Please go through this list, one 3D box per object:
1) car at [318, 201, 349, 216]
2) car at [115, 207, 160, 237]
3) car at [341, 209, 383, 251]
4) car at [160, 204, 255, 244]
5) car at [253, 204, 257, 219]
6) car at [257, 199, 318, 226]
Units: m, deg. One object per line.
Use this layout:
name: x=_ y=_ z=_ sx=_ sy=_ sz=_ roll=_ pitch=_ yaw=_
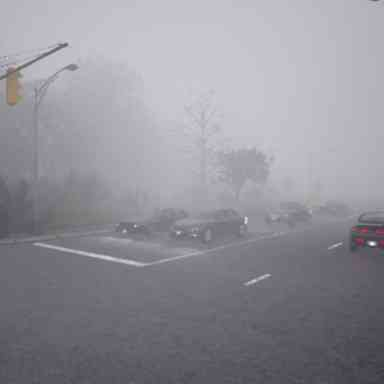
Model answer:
car: x=13.318 y=1.536 z=31.612 sx=1.895 sy=1.301 sz=4.718 roll=0 pitch=1 yaw=39
car: x=-1.677 y=1.557 z=18.518 sx=2.033 sy=1.411 sz=5.357 roll=0 pitch=0 yaw=39
car: x=7.689 y=1.506 z=13.226 sx=1.837 sy=1.490 sz=4.892 roll=0 pitch=0 yaw=40
car: x=0.926 y=1.512 z=16.168 sx=1.837 sy=1.490 sz=4.892 roll=0 pitch=0 yaw=39
car: x=4.530 y=1.601 z=26.255 sx=1.895 sy=1.301 sz=4.718 roll=0 pitch=0 yaw=39
car: x=6.867 y=1.491 z=23.576 sx=2.128 sy=1.511 sz=4.902 roll=0 pitch=0 yaw=39
